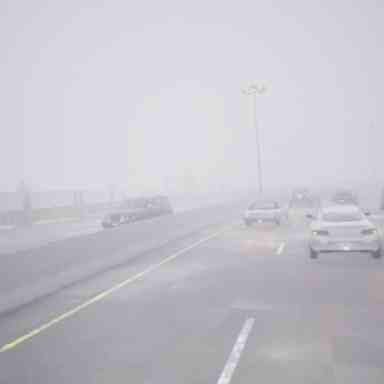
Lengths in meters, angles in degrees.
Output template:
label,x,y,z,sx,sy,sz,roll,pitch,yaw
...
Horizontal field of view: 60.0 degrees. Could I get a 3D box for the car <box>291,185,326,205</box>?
label,x,y,z,sx,sy,sz,roll,pitch,yaw
car,10.644,0.375,31.201,2.097,1.767,4.553,-4,0,33

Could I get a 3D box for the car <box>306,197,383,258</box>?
label,x,y,z,sx,sy,sz,roll,pitch,yaw
car,4.717,1.120,10.679,1.812,1.442,4.674,-4,0,20

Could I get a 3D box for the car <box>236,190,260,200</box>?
label,x,y,z,sx,sy,sz,roll,pitch,yaw
car,8.756,0.546,52.101,2.128,1.511,4.902,-4,0,41

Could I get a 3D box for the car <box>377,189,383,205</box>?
label,x,y,z,sx,sy,sz,roll,pitch,yaw
car,13.954,0.387,22.964,2.033,1.411,5.357,-4,0,29

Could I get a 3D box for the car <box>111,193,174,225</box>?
label,x,y,z,sx,sy,sz,roll,pitch,yaw
car,-3.822,1.312,26.907,2.150,2.045,5.566,-4,0,26

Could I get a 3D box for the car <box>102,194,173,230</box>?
label,x,y,z,sx,sy,sz,roll,pitch,yaw
car,-3.066,1.300,20.069,2.150,2.045,5.566,-4,0,23

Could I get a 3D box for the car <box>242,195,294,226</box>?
label,x,y,z,sx,sy,sz,roll,pitch,yaw
car,4.431,1.152,19.418,1.895,1.301,4.718,-4,0,24

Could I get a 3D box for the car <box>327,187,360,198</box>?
label,x,y,z,sx,sy,sz,roll,pitch,yaw
car,12.921,0.384,28.046,1.837,1.490,4.892,-4,0,31

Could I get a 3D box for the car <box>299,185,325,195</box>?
label,x,y,z,sx,sy,sz,roll,pitch,yaw
car,21.712,-0.392,60.106,5.357,1.411,2.033,-4,0,-42
